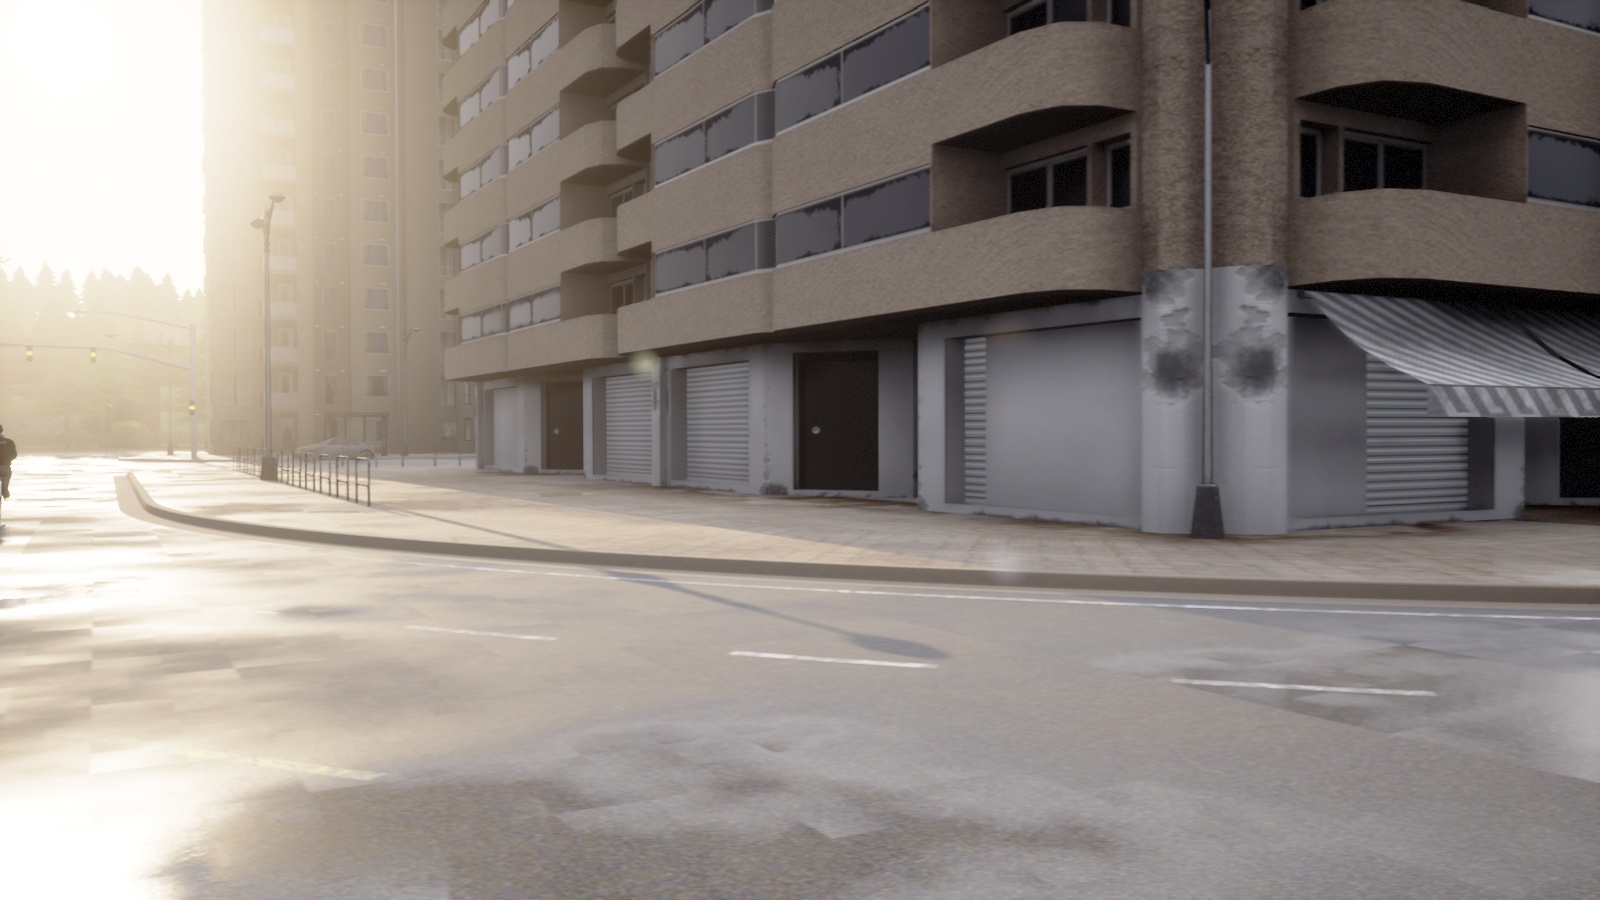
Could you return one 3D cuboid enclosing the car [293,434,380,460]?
[{"bbox_3d":[-25.334,-0.196,68.593,4.181,1.385,1.994,0,1,-30],"label":"car"}]
